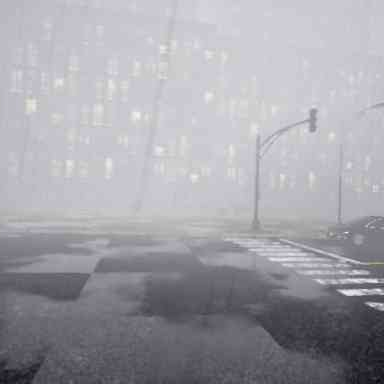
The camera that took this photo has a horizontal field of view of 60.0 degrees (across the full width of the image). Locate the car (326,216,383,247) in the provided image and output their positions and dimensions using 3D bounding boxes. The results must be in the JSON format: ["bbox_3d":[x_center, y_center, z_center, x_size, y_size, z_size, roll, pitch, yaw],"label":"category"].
[{"bbox_3d":[9.625,2.057,17.805,4.892,1.490,1.837,3,0,-11],"label":"car"}]
